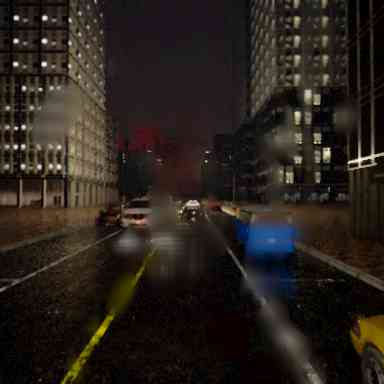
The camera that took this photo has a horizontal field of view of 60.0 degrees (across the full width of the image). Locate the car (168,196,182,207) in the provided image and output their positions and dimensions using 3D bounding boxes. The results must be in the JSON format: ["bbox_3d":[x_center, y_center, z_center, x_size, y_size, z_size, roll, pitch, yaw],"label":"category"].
[{"bbox_3d":[-2.976,1.878,63.365,2.097,1.767,4.553,0,0,1],"label":"car"}]

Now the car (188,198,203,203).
[{"bbox_3d":[0.135,1.898,45.017,1.812,1.442,4.674,0,-1,0],"label":"car"}]

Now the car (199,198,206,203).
[{"bbox_3d":[2.772,2.272,89.624,1.752,1.417,4.829,1,0,0],"label":"car"}]

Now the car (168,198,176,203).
[{"bbox_3d":[-5.605,2.335,94.880,1.887,1.381,4.507,1,0,0],"label":"car"}]

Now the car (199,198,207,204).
[{"bbox_3d":[2.767,2.244,84.014,1.887,1.381,4.507,1,0,0],"label":"car"}]

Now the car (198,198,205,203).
[{"bbox_3d":[2.775,2.357,94.893,1.947,1.339,4.313,1,0,0],"label":"car"}]

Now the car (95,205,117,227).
[{"bbox_3d":[-5.624,1.639,24.073,1.967,1.590,4.097,1,0,0],"label":"car"}]

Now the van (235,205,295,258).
[{"bbox_3d":[2.717,1.450,13.040,1.690,1.788,3.998,1,0,0],"label":"van"}]

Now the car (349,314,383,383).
[{"bbox_3d":[2.705,1.544,2.054,1.752,1.417,4.829,1,0,0],"label":"car"}]

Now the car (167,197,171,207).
[{"bbox_3d":[-5.631,2.081,62.207,1.947,1.339,4.313,1,0,0],"label":"car"}]

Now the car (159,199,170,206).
[{"bbox_3d":[-5.626,2.106,67.653,1.887,1.381,4.507,1,0,0],"label":"car"}]

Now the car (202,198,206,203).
[{"bbox_3d":[2.755,2.089,67.866,1.752,1.417,4.829,1,0,0],"label":"car"}]

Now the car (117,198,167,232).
[{"bbox_3d":[-3.084,1.401,21.814,2.150,2.045,5.566,0,0,0],"label":"car"}]

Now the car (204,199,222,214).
[{"bbox_3d":[2.733,1.921,40.924,1.802,1.307,4.206,1,0,0],"label":"car"}]

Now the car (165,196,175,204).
[{"bbox_3d":[-5.609,2.014,83.991,2.192,1.841,5.009,1,0,0],"label":"car"}]

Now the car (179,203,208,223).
[{"bbox_3d":[0.120,1.831,27.901,1.895,1.301,4.718,0,0,0],"label":"car"}]
